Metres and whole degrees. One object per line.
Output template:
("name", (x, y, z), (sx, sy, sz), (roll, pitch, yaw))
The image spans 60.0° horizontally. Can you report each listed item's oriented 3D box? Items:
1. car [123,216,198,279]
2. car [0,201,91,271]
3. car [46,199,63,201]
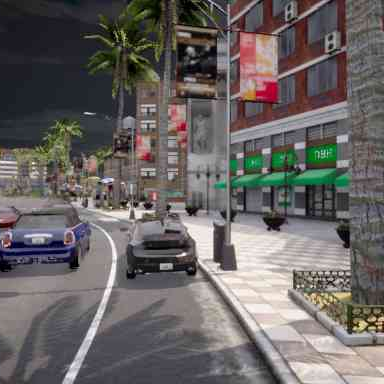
("car", (-1.087, 1.504, 10.197), (1.837, 1.490, 4.892), (0, 0, -11))
("car", (-4.651, 1.348, 11.172), (2.097, 1.767, 4.553), (0, 0, -12))
("car", (-9.111, 1.498, 23.143), (1.837, 1.490, 4.892), (0, 0, -24))
